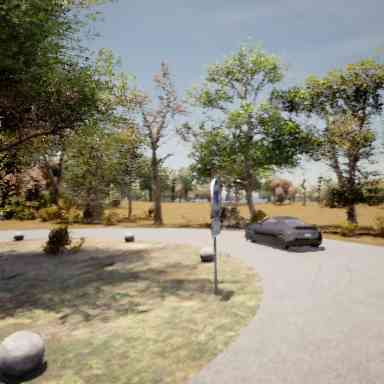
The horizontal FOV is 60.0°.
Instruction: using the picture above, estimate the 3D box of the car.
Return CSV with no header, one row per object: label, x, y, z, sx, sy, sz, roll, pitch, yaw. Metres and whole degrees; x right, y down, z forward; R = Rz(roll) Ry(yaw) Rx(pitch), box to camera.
car,4.258,1.873,16.078,1.994,1.385,4.181,0,-2,-20
